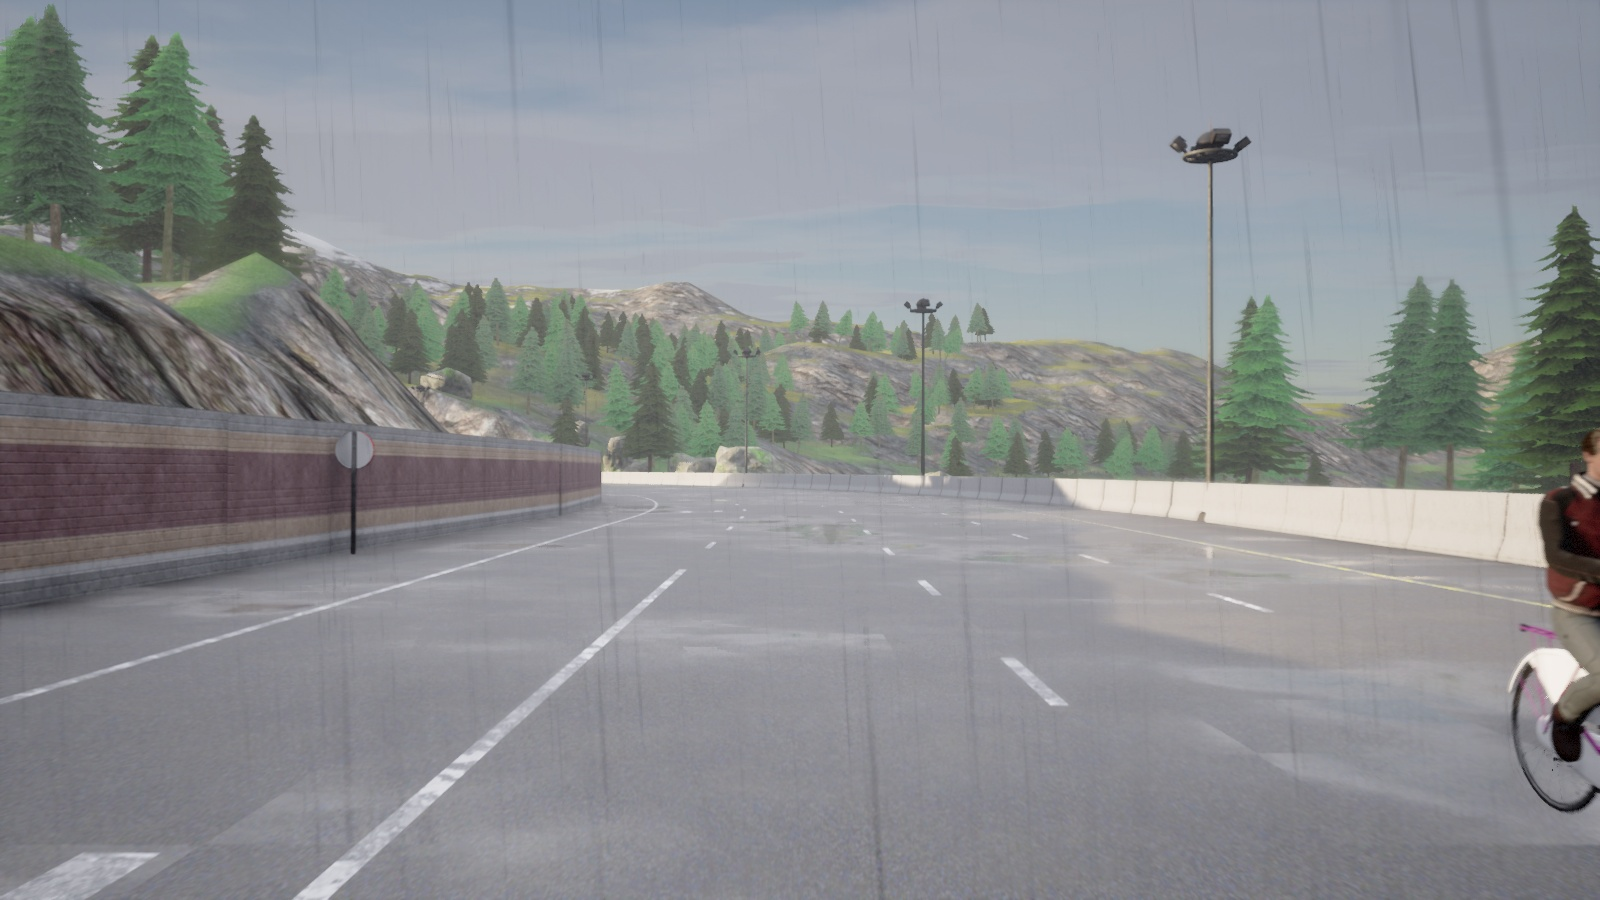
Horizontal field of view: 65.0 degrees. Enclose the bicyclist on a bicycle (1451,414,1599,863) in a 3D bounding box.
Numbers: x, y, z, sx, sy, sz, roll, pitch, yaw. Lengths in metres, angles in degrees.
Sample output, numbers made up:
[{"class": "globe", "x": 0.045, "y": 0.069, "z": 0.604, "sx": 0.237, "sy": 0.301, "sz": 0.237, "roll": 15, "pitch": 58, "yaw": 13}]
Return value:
[{"class": "bicyclist on a bicycle", "x": 3.491, "y": 0.747, "z": 5.147, "sx": 0.659, "sy": 1.776, "sz": 1.843, "roll": 0, "pitch": -1, "yaw": 0}]
